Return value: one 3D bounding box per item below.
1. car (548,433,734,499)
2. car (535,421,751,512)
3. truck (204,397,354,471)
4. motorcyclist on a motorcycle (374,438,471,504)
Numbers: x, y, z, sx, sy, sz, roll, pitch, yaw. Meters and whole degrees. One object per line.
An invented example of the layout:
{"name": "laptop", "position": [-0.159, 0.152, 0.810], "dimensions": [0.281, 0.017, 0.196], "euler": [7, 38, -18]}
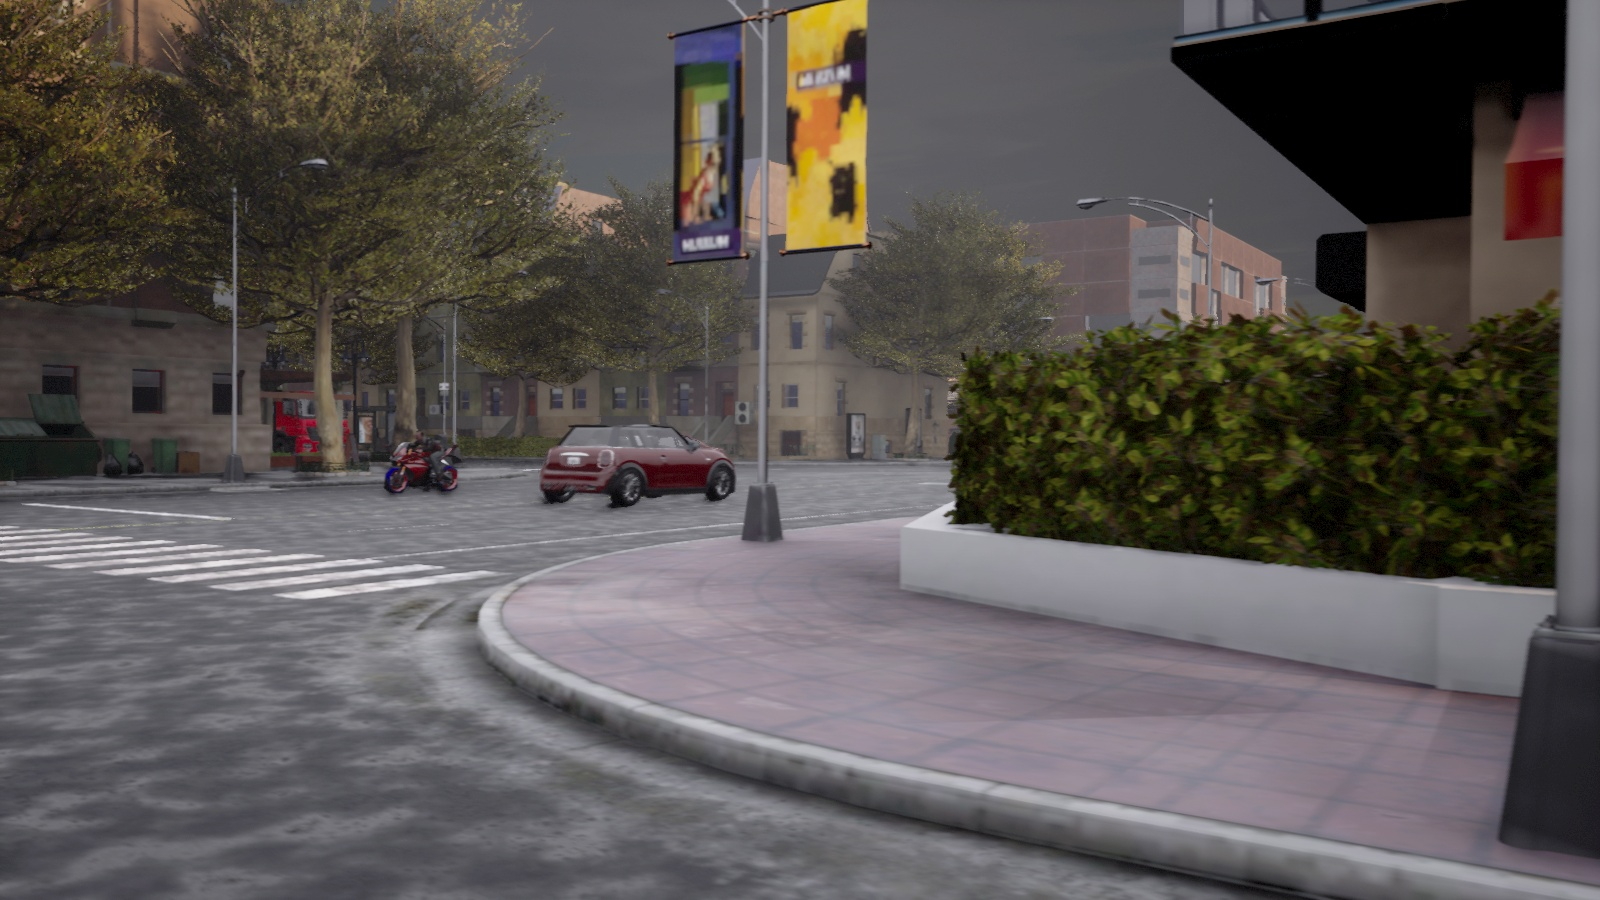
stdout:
{"name": "car", "position": [-3.937, 0.344, 31.958], "dimensions": [1.882, 1.535, 5.008], "euler": [0, 1, 33]}
{"name": "car", "position": [-3.212, 0.284, 26.657], "dimensions": [2.097, 1.767, 4.553], "euler": [0, 1, 33]}
{"name": "truck", "position": [-25.809, -0.760, 62.078], "dimensions": [7.936, 3.462, 2.891], "euler": [0, 1, 34]}
{"name": "motorcyclist on a motorcycle", "position": [-9.116, 0.475, 30.415], "dimensions": [0.866, 1.530, 2.191], "euler": [0, 1, 33]}
